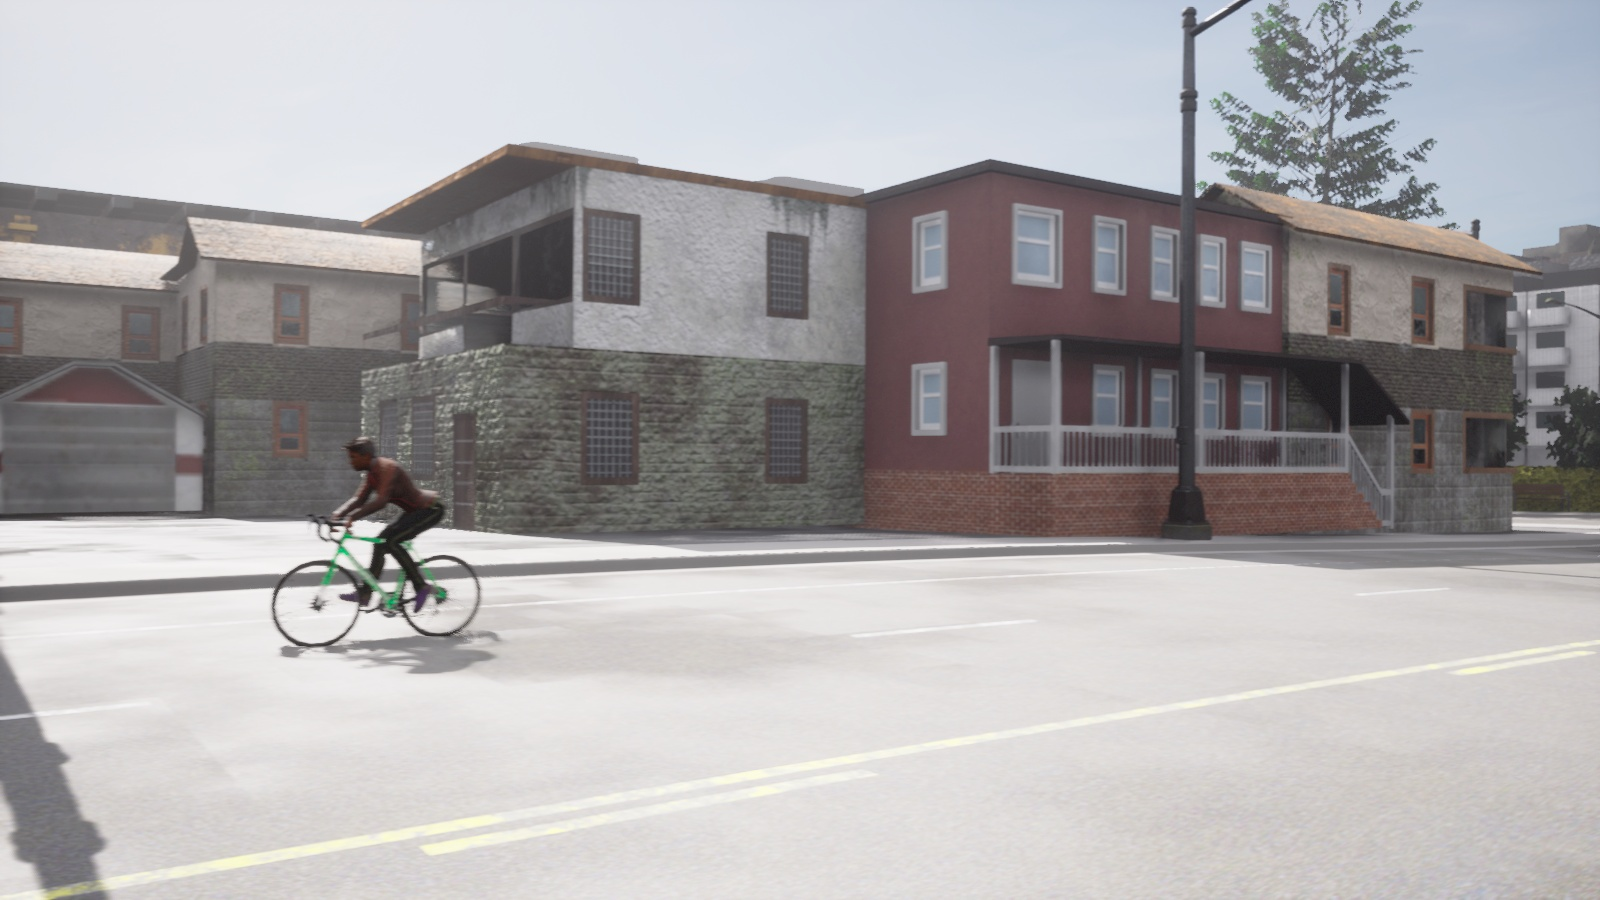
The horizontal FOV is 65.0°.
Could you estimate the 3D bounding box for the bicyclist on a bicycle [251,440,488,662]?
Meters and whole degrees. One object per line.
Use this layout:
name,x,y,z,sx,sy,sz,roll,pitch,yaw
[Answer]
bicyclist on a bicycle,-3.358,0.734,9.851,1.656,1.620,0.582,0,0,-35
